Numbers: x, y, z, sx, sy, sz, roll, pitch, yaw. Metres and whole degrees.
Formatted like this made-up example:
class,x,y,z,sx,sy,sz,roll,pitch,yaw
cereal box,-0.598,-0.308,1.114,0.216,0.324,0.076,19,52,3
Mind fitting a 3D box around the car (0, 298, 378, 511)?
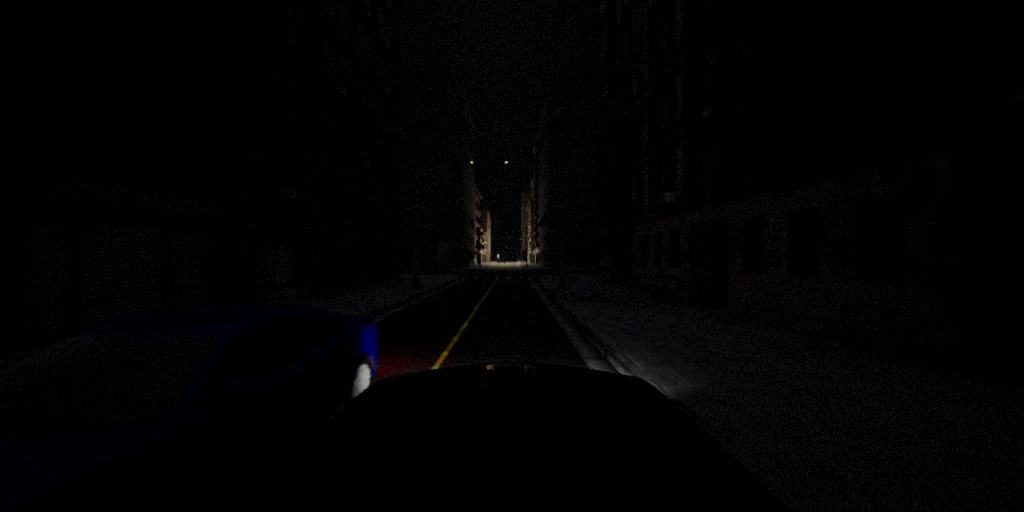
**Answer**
class,x,y,z,sx,sy,sz,roll,pitch,yaw
car,-2.850,1.231,3.140,1.882,1.535,5.008,0,0,0
